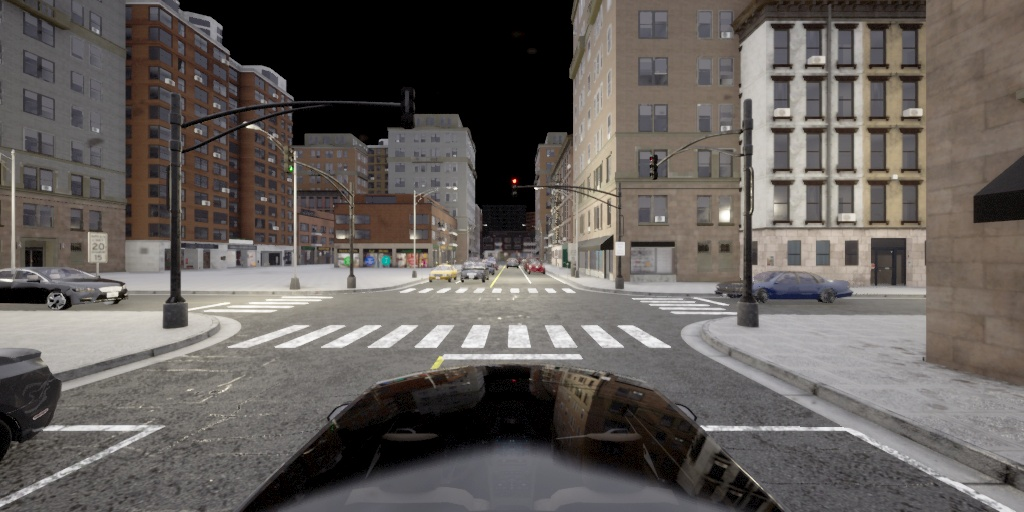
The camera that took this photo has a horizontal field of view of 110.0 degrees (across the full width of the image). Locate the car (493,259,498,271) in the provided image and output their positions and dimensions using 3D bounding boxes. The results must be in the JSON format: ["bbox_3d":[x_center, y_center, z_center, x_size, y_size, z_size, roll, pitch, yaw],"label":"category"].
[{"bbox_3d":[-2.841,1.315,38.120,1.994,1.385,4.181,0,0,0],"label":"car"}]

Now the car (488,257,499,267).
[{"bbox_3d":[-2.831,1.278,48.753,1.812,1.442,4.674,0,0,0],"label":"car"}]

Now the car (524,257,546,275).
[{"bbox_3d":[2.641,1.191,39.890,1.967,1.591,4.097,0,0,0],"label":"car"}]

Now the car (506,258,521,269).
[{"bbox_3d":[0.100,1.317,58.619,1.994,1.385,4.181,0,0,1],"label":"car"}]

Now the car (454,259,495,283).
[{"bbox_3d":[-2.833,1.242,28.219,2.128,1.511,4.902,0,0,2],"label":"car"}]

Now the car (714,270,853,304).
[{"bbox_3d":[12.232,1.367,16.265,5.357,1.411,2.033,0,0,-3],"label":"car"}]

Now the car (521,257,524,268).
[{"bbox_3d":[2.642,1.066,45.552,2.192,1.841,5.009,0,0,0],"label":"car"}]

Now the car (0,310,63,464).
[{"bbox_3d":[-5.388,1.300,1.721,2.007,1.370,4.403,0,0,0],"label":"car"}]

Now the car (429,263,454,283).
[{"bbox_3d":[-5.385,1.276,28.397,1.751,1.417,4.829,0,0,0],"label":"car"}]

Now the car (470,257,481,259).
[{"bbox_3d":[-5.383,1.067,51.215,2.192,1.841,5.009,0,0,0],"label":"car"}]

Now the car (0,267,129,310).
[{"bbox_3d":[-17.281,1.162,13.387,4.902,1.511,2.128,0,0,2],"label":"car"}]
